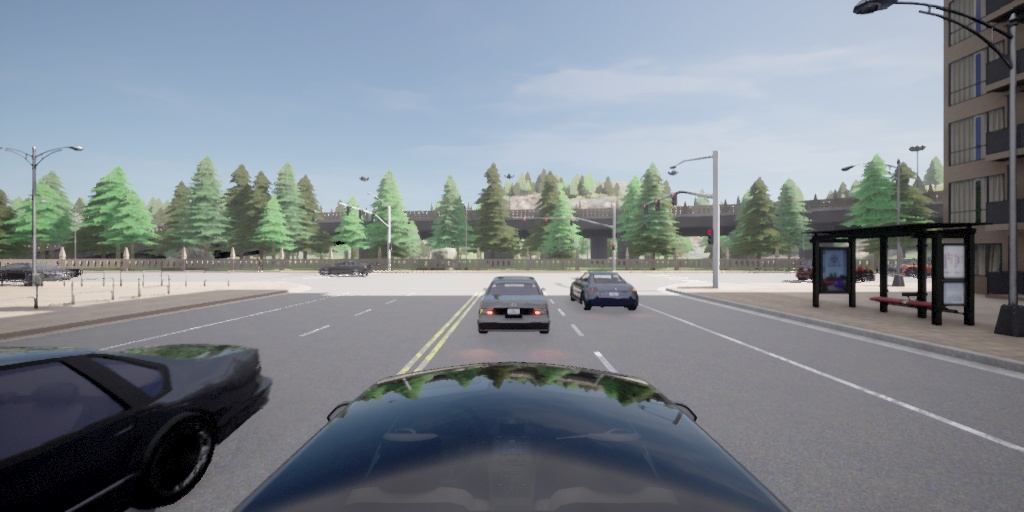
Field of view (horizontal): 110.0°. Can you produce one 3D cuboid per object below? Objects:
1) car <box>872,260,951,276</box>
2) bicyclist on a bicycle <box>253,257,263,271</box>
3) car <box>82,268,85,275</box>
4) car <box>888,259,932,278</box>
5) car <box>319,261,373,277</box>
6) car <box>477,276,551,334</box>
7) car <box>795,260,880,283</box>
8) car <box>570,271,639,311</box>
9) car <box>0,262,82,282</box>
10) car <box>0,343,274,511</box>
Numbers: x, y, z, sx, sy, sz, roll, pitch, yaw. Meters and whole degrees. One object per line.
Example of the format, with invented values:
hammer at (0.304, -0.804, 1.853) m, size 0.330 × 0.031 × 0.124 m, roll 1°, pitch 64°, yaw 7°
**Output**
car at (39.524, 1.172, 35.655) m, size 4.902 × 1.511 × 2.128 m, roll 0°, pitch 0°, yaw 14°
bicyclist on a bicycle at (-29.461, 0.979, 41.659) m, size 0.582 × 1.620 × 1.656 m, roll 0°, pitch 0°, yaw 1°
car at (-39.852, 1.284, 30.617) m, size 4.718 × 1.301 × 1.895 m, roll 0°, pitch 0°, yaw -3°
car at (37.211, 1.034, 32.601) m, size 4.553 × 1.767 × 2.097 m, roll 0°, pitch 0°, yaw 12°
car at (-15.751, 1.186, 34.038) m, size 4.892 × 1.490 × 1.837 m, roll 0°, pitch -1°, yaw 4°
car at (0.060, 1.294, 10.558) m, size 2.033 × 1.411 × 5.357 m, roll 0°, pitch 0°, yaw 1°
car at (23.792, 1.037, 26.451) m, size 4.553 × 1.767 × 2.097 m, roll 0°, pitch 0°, yaw 1°
car at (3.579, 1.309, 14.568) m, size 1.994 × 1.385 × 4.181 m, roll 0°, pitch 0°, yaw 0°
car at (-36.240, 1.210, 27.156) m, size 4.674 × 1.442 × 1.812 m, roll 0°, pitch 0°, yaw -1°
car at (-3.597, 1.297, 1.625) m, size 2.033 × 1.411 × 5.357 m, roll 0°, pitch 0°, yaw 0°
